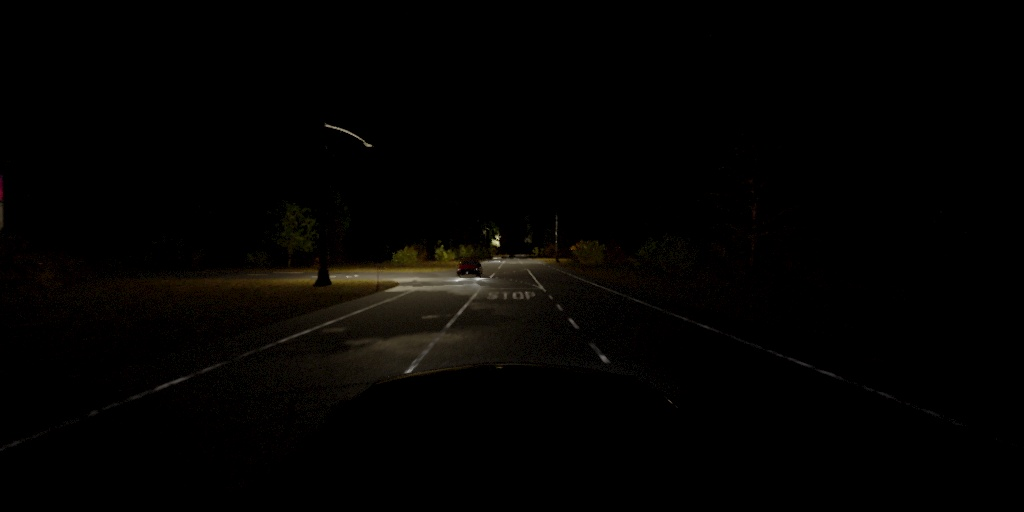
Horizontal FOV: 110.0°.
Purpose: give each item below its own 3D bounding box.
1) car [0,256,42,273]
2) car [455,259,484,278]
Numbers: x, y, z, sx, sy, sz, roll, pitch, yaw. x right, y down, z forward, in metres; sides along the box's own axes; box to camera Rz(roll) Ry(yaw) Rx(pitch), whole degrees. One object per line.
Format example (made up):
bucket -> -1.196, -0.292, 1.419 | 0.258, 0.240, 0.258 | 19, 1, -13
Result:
car -> -48.983, 0.773, 34.934 | 4.553, 1.767, 2.097 | 0, 0, 2
car -> -3.477, 1.010, 30.191 | 1.812, 1.442, 4.674 | 0, 0, 0
